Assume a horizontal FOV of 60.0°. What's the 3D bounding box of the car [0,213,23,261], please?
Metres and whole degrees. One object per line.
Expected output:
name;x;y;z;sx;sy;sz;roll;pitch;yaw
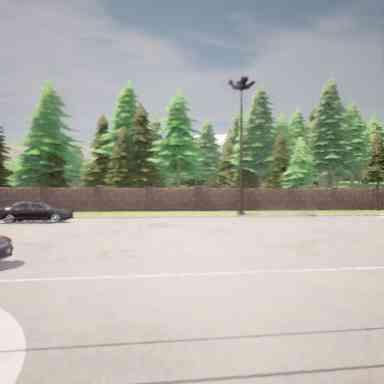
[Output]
car;-7.713;1.476;9.512;4.674;1.442;1.812;0;0;-9

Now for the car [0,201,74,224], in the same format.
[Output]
car;-10.829;1.407;23.189;4.892;1.490;1.837;0;0;-9
